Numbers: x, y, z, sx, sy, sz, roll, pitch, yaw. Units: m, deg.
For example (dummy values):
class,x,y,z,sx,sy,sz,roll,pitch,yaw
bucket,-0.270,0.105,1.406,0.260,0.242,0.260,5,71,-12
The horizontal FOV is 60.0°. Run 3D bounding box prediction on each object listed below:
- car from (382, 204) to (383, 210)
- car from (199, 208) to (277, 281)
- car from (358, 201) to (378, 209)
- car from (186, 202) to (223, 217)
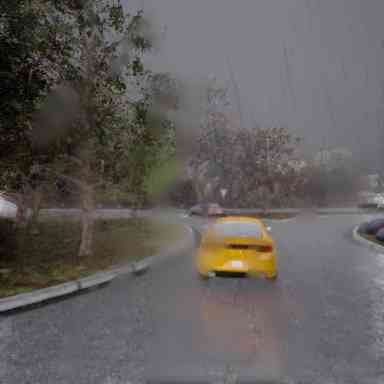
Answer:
class,x,y,z,sx,sy,sz,roll,pitch,yaw
car,32.018,2.097,53.421,1.812,1.442,4.674,0,0,44
car,1.353,1.465,9.896,1.882,1.535,5.008,0,0,8
car,29.176,2.166,55.119,1.895,1.301,4.718,0,0,44
car,1.193,1.597,29.776,1.994,1.385,4.181,0,0,-33
